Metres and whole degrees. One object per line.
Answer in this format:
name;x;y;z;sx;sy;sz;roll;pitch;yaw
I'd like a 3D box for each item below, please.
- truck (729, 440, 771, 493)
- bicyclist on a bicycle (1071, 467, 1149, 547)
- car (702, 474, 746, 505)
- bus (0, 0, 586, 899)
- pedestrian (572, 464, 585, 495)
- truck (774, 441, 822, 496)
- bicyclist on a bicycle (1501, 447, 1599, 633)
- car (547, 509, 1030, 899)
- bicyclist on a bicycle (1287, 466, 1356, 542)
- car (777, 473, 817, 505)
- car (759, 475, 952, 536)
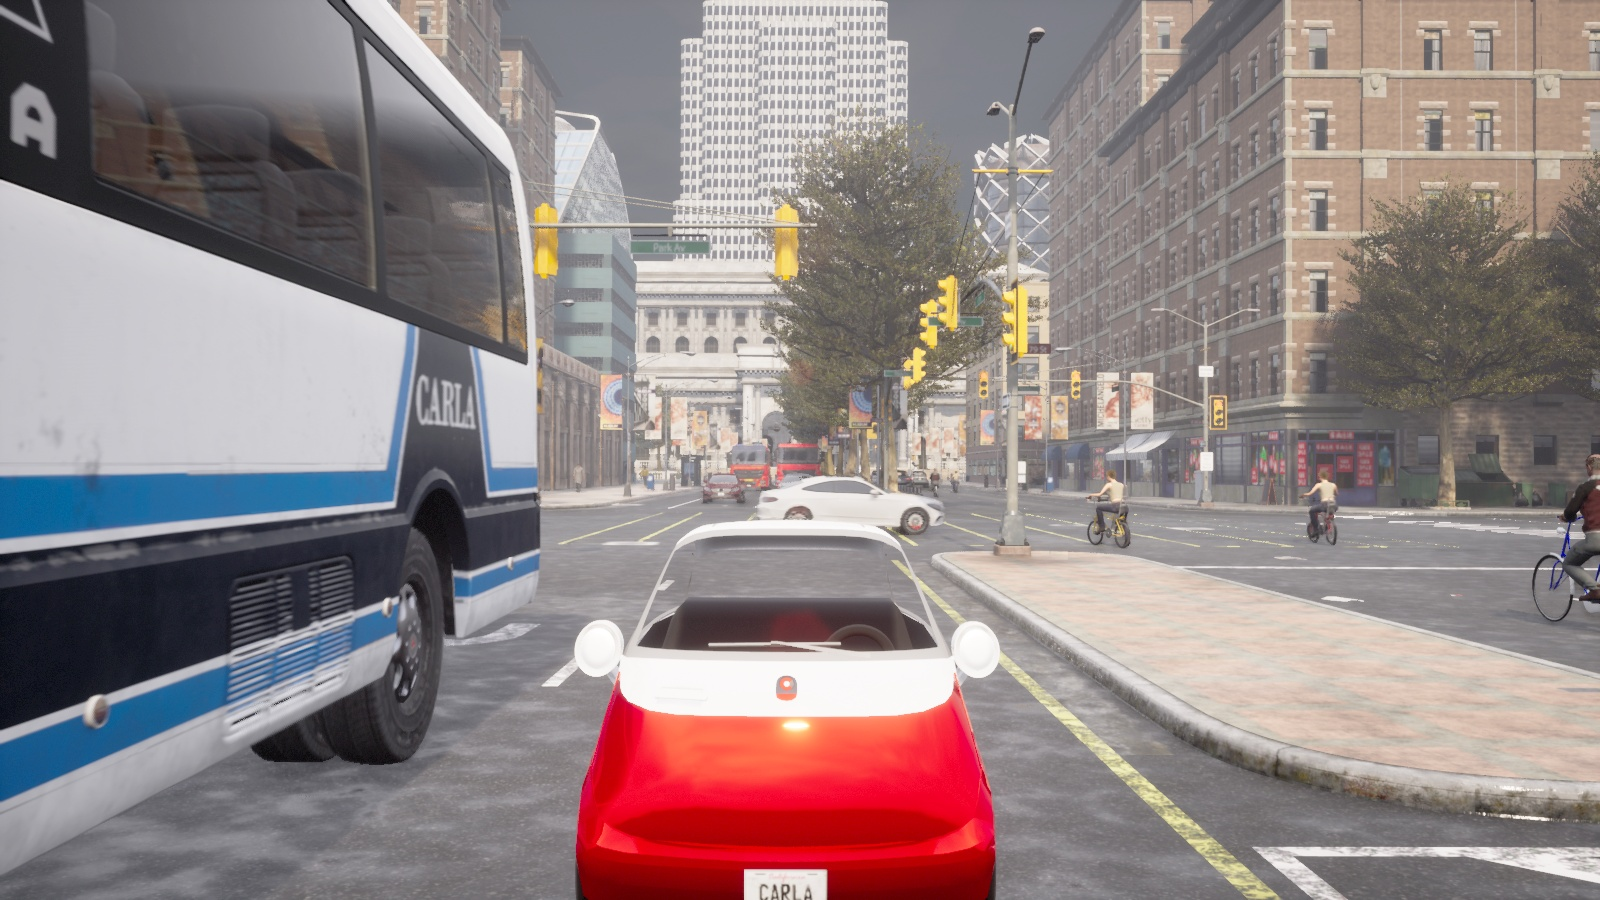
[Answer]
truck;-3.765;1.281;96.508;2.891;3.827;8.468;0;-1;0
bicyclist on a bicycle;6.448;1.164;26.206;0.866;1.612;1.509;0;-1;-21
car;-3.653;1.877;61.008;1.812;1.442;4.674;0;-1;1
bus;-3.542;-0.479;4.100;3.944;4.253;10.273;0;-1;0
pedestrian;-13.775;1.836;78.179;0.659;1.952;0.873;0;-1;0
truck;-0.206;1.248;84.441;2.891;3.462;7.936;0;-1;-2
bicyclist on a bicycle;7.942;0.866;12.700;0.659;1.776;1.843;0;-1;0
car;-0.039;0.953;4.966;1.481;1.376;2.207;0;-1;0
bicyclist on a bicycle;11.401;1.166;27.484;0.866;1.612;1.509;0;-1;0
car;-0.118;1.859;60.803;1.812;1.442;4.674;0;-1;1
car;1.333;1.361;31.377;4.674;1.442;1.812;0;-1;0
